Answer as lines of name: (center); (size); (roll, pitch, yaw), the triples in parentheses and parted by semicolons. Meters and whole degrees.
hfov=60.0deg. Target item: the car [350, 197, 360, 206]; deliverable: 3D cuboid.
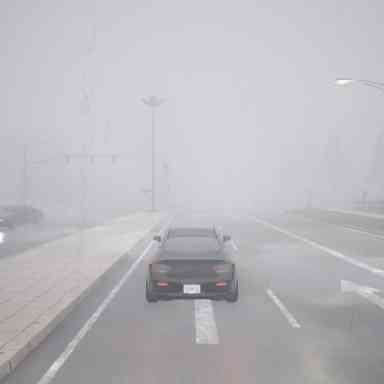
car: (27.775, 1.526, 51.864); (4.674, 1.442, 1.812); (0, 0, 0)

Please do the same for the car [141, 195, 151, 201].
car: (-11.845, 1.553, 85.938); (1.994, 1.385, 4.181); (0, 0, -1)

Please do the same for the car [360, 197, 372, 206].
car: (27.601, 1.601, 48.364); (4.718, 1.301, 1.895); (0, 0, 0)

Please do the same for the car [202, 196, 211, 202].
car: (3.277, 1.595, 78.173); (1.895, 1.301, 4.718); (0, 0, -1)

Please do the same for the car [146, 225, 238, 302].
car: (0.000, 1.526, 8.106); (1.812, 1.442, 4.674); (0, 0, 0)

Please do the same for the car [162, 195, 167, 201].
car: (-8.350, 1.478, 86.311); (1.882, 1.535, 5.008); (0, 0, -1)

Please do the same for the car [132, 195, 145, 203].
car: (-11.618, 1.524, 71.176); (1.812, 1.442, 4.674); (0, 0, -1)

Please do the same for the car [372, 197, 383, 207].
car: (27.503, 1.352, 44.867); (4.553, 1.767, 2.097); (0, 0, 0)

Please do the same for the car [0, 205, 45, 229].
car: (-11.561, 1.547, 21.660); (2.033, 1.411, 5.357); (0, 0, 1)

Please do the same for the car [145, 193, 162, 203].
car: (-8.119, 1.355, 71.258); (2.097, 1.767, 4.553); (0, 0, -1)

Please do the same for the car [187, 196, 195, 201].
car: (-0.262, 1.553, 80.646); (1.994, 1.385, 4.181); (0, 0, -1)

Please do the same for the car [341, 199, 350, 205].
car: (27.185, 1.564, 55.362); (4.181, 1.385, 1.994); (0, 0, -1)
